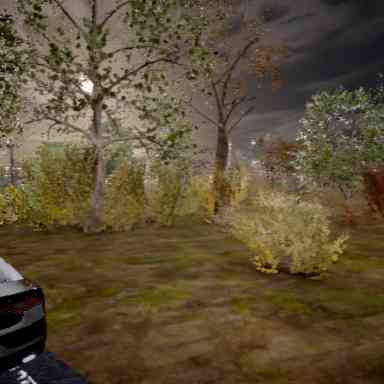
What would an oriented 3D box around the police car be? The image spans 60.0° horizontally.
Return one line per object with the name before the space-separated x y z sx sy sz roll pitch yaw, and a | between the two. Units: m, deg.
police car | -4.082 1.449 5.086 5.238 1.638 1.930 -1 1 43
